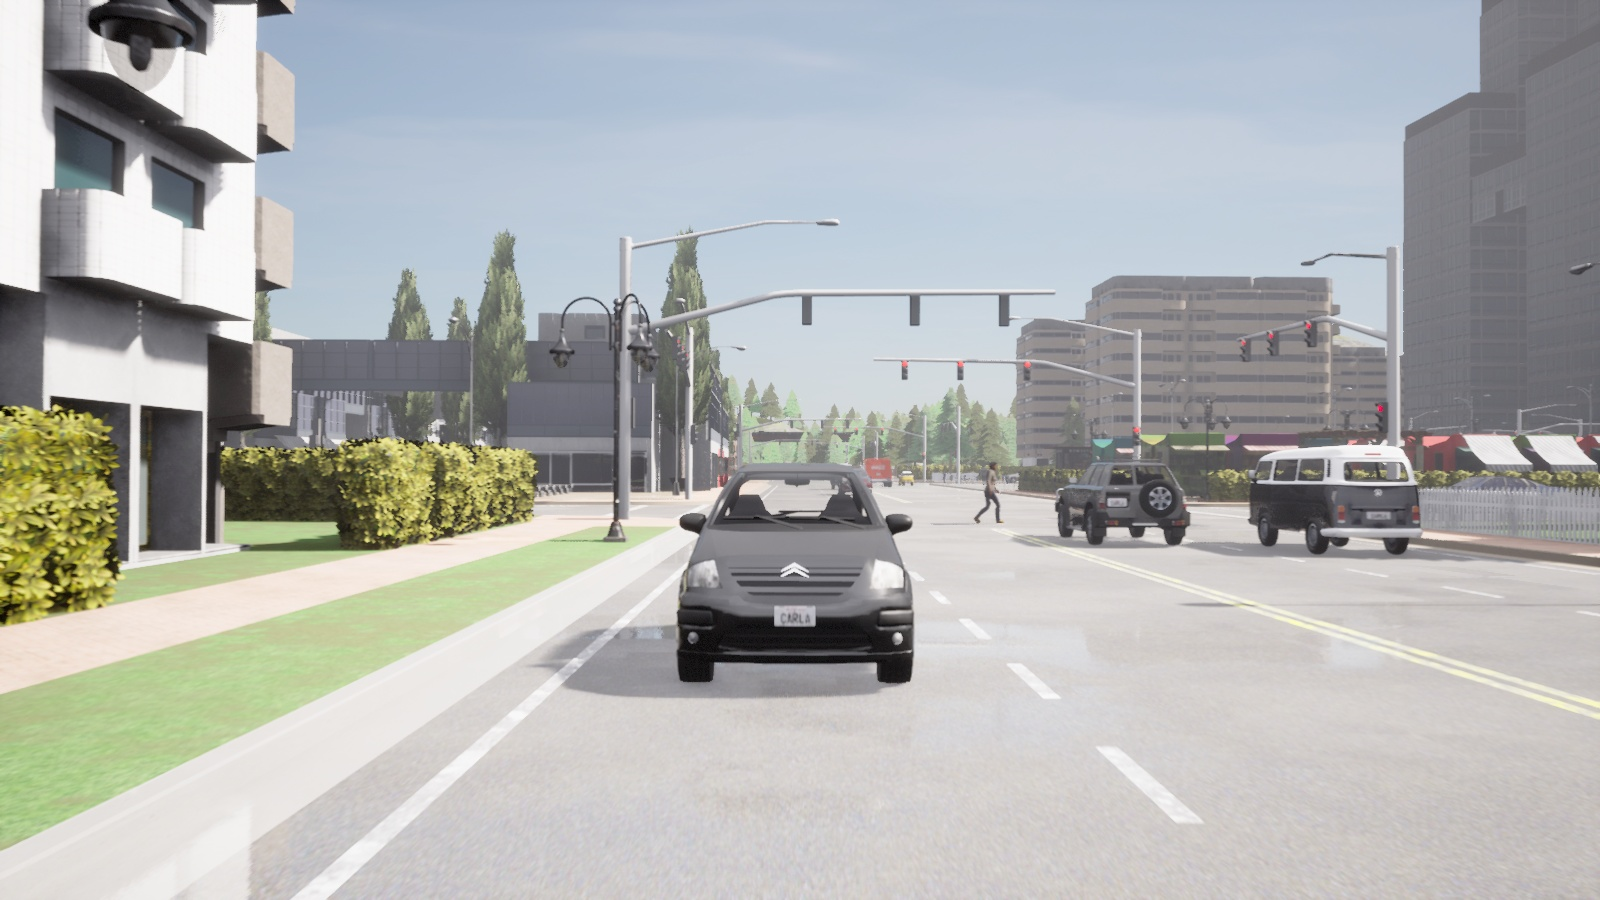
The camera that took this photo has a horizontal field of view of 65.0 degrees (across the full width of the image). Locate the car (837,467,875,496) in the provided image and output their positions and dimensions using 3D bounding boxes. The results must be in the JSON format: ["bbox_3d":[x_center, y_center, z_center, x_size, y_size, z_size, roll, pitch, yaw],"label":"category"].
[{"bbox_3d":[3.321,1.864,75.276,2.033,1.649,4.856,0,-1,0],"label":"car"}]

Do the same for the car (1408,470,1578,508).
[{"bbox_3d":[26.283,1.475,47.776,5.357,1.411,2.033,0,-1,-1],"label":"car"}]

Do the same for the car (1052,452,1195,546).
[{"bbox_3d":[6.933,1.014,27.427,1.932,1.855,4.605,0,-1,0],"label":"car"}]

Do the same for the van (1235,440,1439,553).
[{"bbox_3d":[10.440,0.868,24.840,2.069,2.038,4.480,0,-1,0],"label":"van"}]

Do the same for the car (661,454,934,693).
[{"bbox_3d":[-0.026,0.869,10.536,1.851,1.617,3.988,0,-1,0],"label":"car"}]

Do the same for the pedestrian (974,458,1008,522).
[{"bbox_3d":[5.405,1.122,35.537,0.869,1.805,0.328,0,-1,-7],"label":"pedestrian"}]
